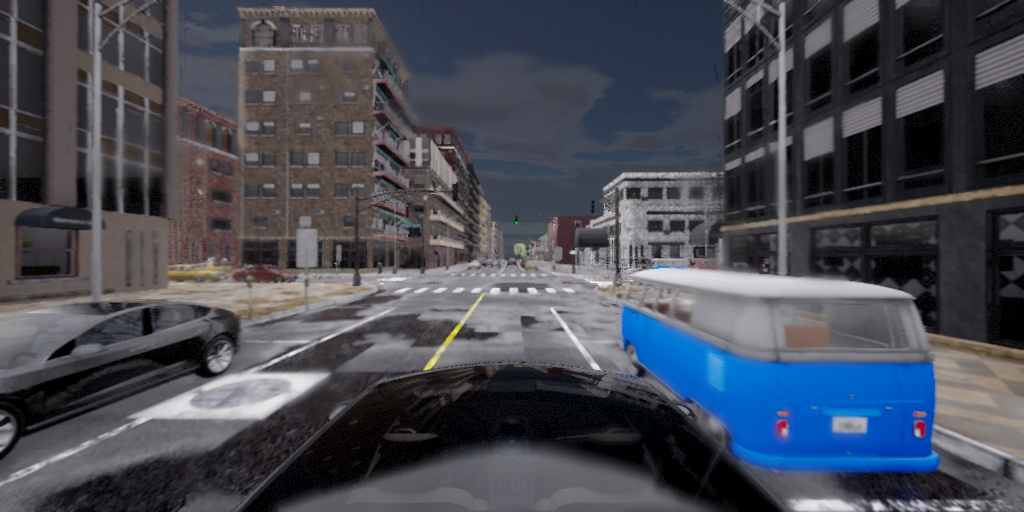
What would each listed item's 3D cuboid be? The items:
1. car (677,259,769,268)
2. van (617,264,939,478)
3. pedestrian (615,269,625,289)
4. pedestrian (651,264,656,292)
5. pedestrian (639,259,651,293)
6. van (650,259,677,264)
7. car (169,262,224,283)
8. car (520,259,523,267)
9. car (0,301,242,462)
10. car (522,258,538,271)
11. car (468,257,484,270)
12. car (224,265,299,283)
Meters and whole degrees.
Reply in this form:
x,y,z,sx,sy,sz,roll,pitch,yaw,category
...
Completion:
x,y,z,sx,sy,sz,roll,pitch,yaw,category
14.928,1.104,25.550,5.009,1.841,2.192,0,0,0,car
2.658,1.091,4.670,1.690,1.789,3.998,0,0,0,van
5.991,0.893,19.960,0.375,1.860,0.375,0,0,0,pedestrian
7.358,1.025,19.359,0.375,1.860,0.375,0,0,0,pedestrian
6.864,1.040,18.760,0.375,1.860,0.375,0,0,0,pedestrian
14.909,1.170,33.930,3.998,1.789,1.690,0,0,0,van
-22.951,1.216,25.473,4.829,1.417,1.751,0,0,0,car
2.713,1.376,60.534,1.802,1.307,4.207,0,0,0,car
-5.689,1.317,4.699,1.948,1.339,4.313,0,0,0,car
2.709,1.305,49.626,1.751,1.417,4.829,0,0,0,car
-5.671,1.313,54.827,1.751,1.417,4.829,0,0,0,car
-17.458,1.282,25.484,4.207,1.307,1.802,0,0,0,car
